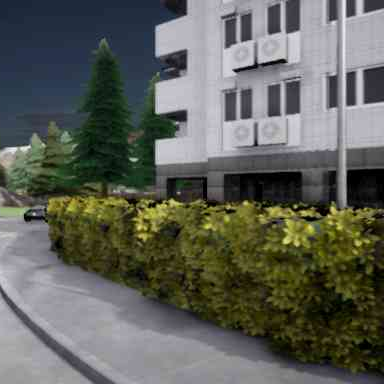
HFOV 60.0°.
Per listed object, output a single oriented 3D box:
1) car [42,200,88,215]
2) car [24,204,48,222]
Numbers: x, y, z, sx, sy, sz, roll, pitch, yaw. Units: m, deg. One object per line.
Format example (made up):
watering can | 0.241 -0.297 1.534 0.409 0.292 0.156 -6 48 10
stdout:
car | -13.972 1.673 36.991 2.033 1.411 5.357 0 0 16
car | -11.810 1.650 27.099 1.994 1.385 4.181 1 0 2
